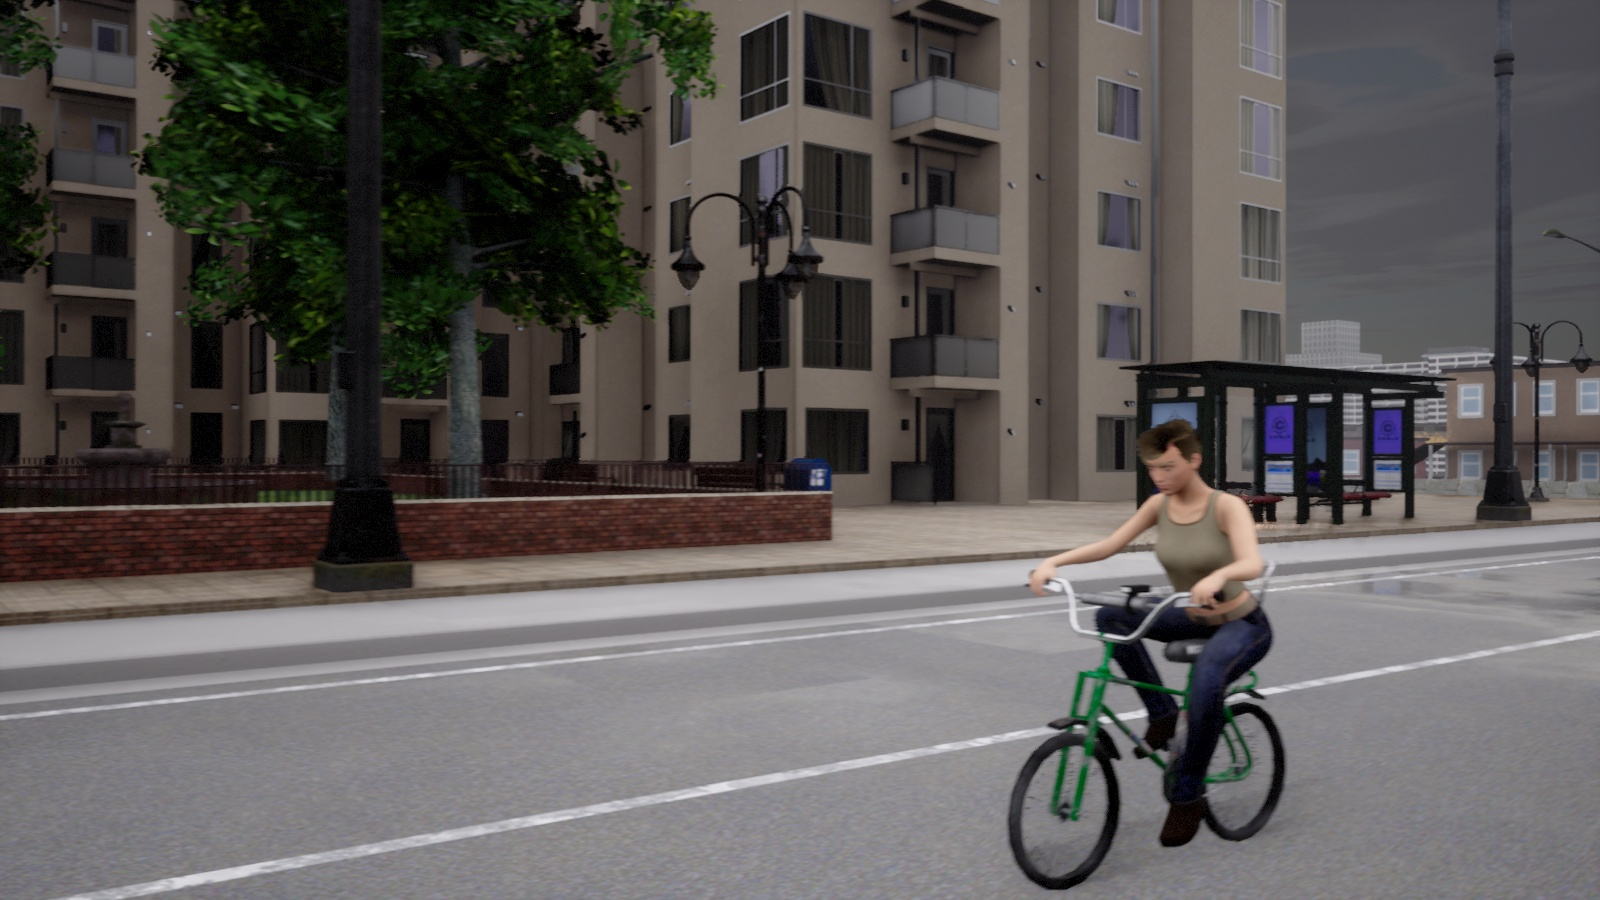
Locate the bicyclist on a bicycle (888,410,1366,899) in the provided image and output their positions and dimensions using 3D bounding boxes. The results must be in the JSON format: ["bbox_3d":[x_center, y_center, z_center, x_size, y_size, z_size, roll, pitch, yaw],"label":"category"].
[{"bbox_3d":[1.177,0.688,4.470,1.509,1.612,0.866,0,0,-35],"label":"bicyclist on a bicycle"}]
